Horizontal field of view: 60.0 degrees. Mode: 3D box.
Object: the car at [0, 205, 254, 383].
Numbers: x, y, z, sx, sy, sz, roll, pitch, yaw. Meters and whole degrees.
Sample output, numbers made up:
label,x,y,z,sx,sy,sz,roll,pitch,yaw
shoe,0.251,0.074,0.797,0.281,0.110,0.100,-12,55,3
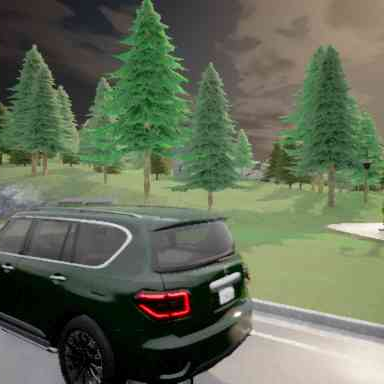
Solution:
label,x,y,z,sx,sy,sz,roll,pitch,yaw
car,-1.788,1.224,5.269,5.566,2.045,2.150,0,0,36
